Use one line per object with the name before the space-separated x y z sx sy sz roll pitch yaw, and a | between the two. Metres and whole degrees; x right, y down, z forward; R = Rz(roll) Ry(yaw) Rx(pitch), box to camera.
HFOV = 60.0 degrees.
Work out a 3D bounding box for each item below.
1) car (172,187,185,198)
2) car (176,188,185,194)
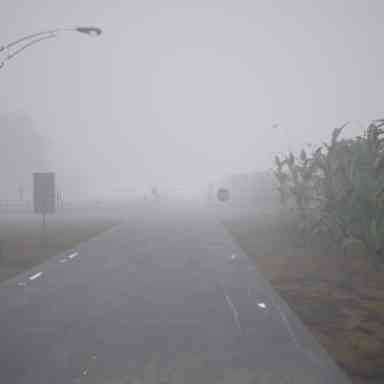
car | -2.727 0.055 65.802 2.150 2.045 5.566 0 2 0
car | -2.718 -0.221 81.462 2.033 1.411 5.357 0 2 0
